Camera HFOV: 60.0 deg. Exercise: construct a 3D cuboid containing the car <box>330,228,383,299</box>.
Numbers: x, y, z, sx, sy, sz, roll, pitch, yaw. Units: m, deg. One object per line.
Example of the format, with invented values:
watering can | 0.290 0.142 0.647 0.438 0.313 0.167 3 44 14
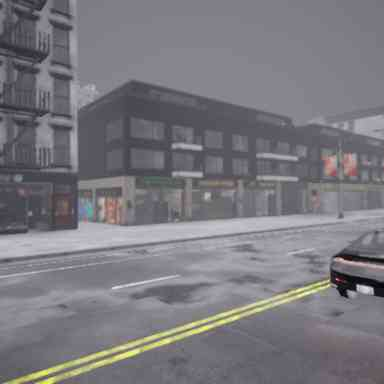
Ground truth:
car | 5.024 1.568 7.586 4.902 1.511 2.128 0 -1 -39
